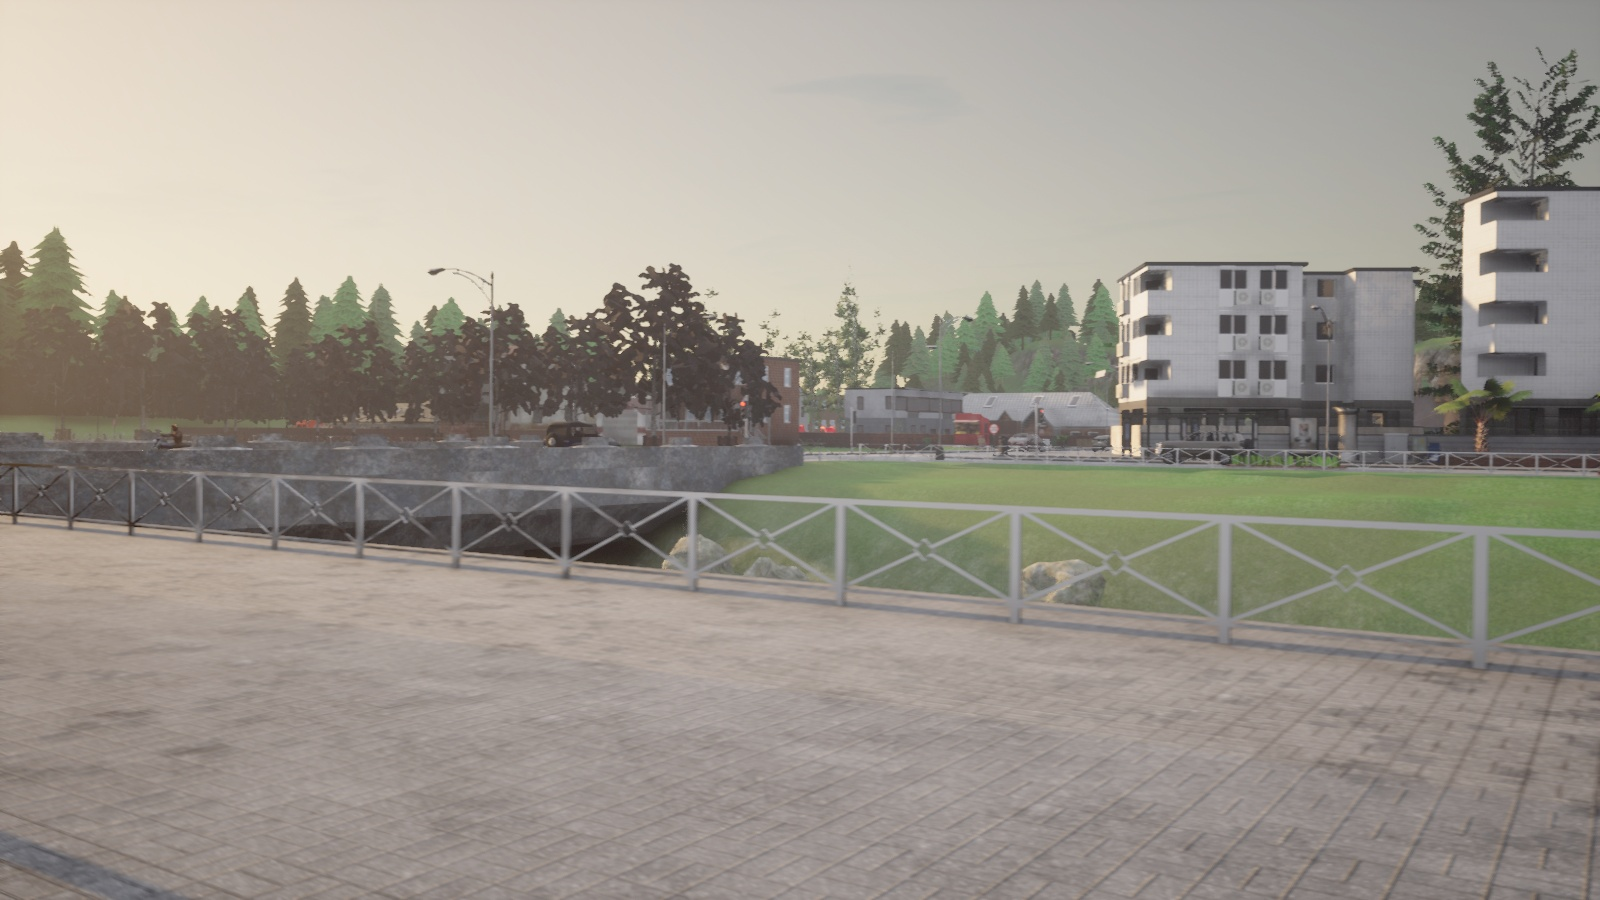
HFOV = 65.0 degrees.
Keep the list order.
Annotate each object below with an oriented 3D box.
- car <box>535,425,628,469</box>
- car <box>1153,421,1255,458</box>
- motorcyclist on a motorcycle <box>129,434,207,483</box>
[{"bbox_3d":[-9.672,-0.145,55.717,1.905,1.878,3.866,0,1,33],"label":"car"},{"bbox_3d":[20.745,-0.521,64.525,4.605,1.855,1.932,0,1,34],"label":"car"},{"bbox_3d":[-22.181,0.281,44.108,0.766,1.649,2.350,0,1,34],"label":"motorcyclist on a motorcycle"}]
